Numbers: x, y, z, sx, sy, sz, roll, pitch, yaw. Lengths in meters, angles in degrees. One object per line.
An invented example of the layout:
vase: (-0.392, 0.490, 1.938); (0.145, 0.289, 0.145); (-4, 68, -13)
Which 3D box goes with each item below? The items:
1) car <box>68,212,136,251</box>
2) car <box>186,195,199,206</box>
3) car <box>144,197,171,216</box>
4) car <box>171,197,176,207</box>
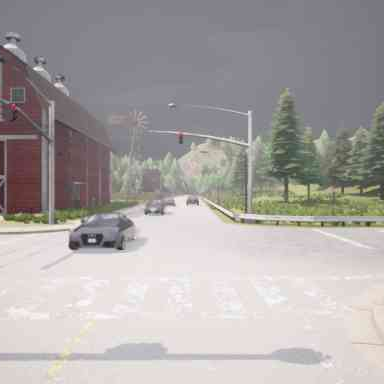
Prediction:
car: (-3.569, 1.548, 13.868); (1.994, 1.385, 4.181); (0, 0, 0)
car: (0.112, 1.352, 55.632); (2.097, 1.767, 4.553); (0, 0, 0)
car: (-3.535, 1.490, 32.739); (2.128, 1.511, 4.902); (0, 0, 0)
car: (-3.482, 1.525, 50.326); (1.812, 1.442, 4.674); (0, 0, 0)
